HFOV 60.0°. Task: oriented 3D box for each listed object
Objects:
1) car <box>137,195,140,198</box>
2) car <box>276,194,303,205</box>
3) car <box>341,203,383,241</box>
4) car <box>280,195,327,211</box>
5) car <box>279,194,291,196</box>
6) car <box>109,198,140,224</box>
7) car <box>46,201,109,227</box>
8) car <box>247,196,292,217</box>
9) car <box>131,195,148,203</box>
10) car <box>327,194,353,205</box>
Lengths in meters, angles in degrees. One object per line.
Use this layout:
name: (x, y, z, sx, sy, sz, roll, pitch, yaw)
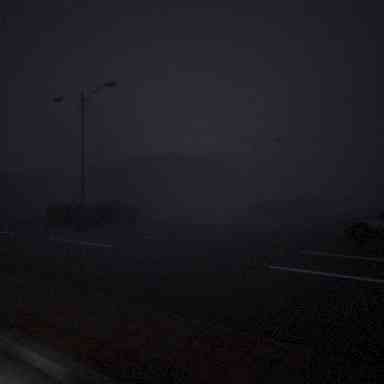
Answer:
car: (-10.993, 1.907, 75.854, 2.242, 1.667, 4.611, -1, 0, 36)
car: (16.195, 1.223, 55.439, 3.866, 1.878, 1.905, -1, 0, 36)
car: (8.682, 1.390, 14.269, 3.806, 1.475, 1.970, -1, 0, 36)
car: (12.739, 1.389, 38.493, 4.514, 1.523, 2.007, -1, 0, 36)
car: (13.749, 1.513, 53.106, 3.806, 1.475, 1.970, -1, 0, 36)
car: (-6.336, 1.491, 25.354, 5.027, 1.636, 2.152, -1, 0, 36)
car: (-8.136, 1.500, 22.785, 4.514, 1.523, 2.007, -1, 0, 36)
car: (6.834, 1.413, 30.432, 3.633, 1.501, 1.845, -1, 0, 36)
car: (-13.028, 1.785, 82.691, 1.905, 1.878, 3.866, -1, 0, 36)
car: (20.631, 1.179, 48.156, 4.605, 1.855, 1.932, -1, 0, 36)
